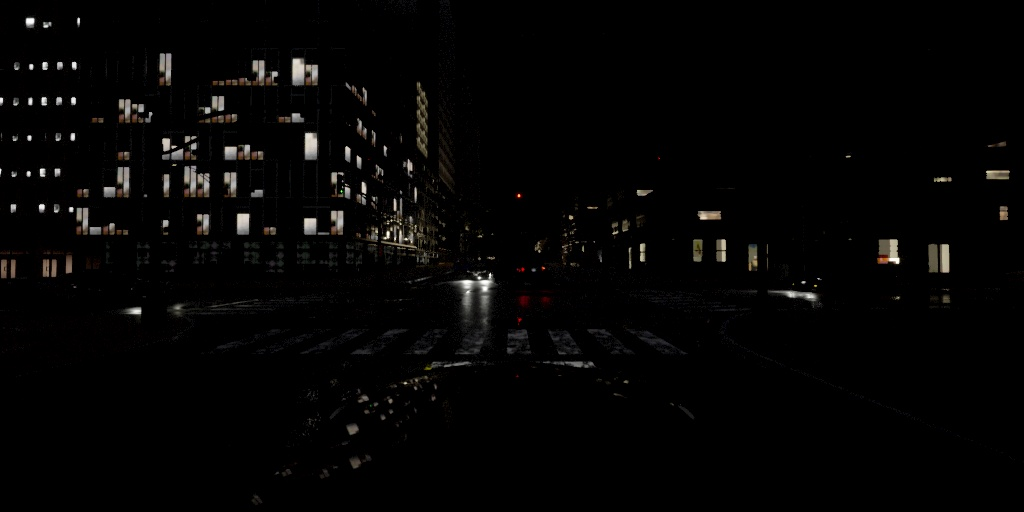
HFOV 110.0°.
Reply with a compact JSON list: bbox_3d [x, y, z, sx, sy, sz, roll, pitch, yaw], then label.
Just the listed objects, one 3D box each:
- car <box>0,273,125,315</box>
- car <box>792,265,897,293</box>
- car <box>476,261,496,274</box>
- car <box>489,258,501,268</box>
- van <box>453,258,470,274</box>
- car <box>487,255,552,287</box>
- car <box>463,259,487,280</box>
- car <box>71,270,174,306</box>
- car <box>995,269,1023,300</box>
[{"bbox_3d":[-17.399,1.412,13.186,4.207,1.307,1.802,0,0,1],"label":"car"},{"bbox_3d":[17.126,1.169,18.594,4.181,1.385,1.994,0,-1,1],"label":"car"},{"bbox_3d":[-3.025,1.319,42.036,1.994,1.385,4.181,0,0,0],"label":"car"},{"bbox_3d":[-2.927,1.234,63.730,1.882,1.535,5.008,0,0,1],"label":"car"},{"bbox_3d":[-5.619,1.096,40.639,1.690,1.789,3.998,0,0,0],"label":"van"},{"bbox_3d":[0.380,0.974,24.802,2.150,2.045,5.566,-2,0,-22],"label":"car"},{"bbox_3d":[-3.019,1.280,32.087,1.812,1.442,4.674,0,0,-1],"label":"car"},{"bbox_3d":[-17.868,1.359,15.798,5.008,1.535,1.882,-1,-1,1],"label":"car"},{"bbox_3d":[20.709,0.994,12.751,4.829,1.417,1.751,0,0,1],"label":"car"}]
